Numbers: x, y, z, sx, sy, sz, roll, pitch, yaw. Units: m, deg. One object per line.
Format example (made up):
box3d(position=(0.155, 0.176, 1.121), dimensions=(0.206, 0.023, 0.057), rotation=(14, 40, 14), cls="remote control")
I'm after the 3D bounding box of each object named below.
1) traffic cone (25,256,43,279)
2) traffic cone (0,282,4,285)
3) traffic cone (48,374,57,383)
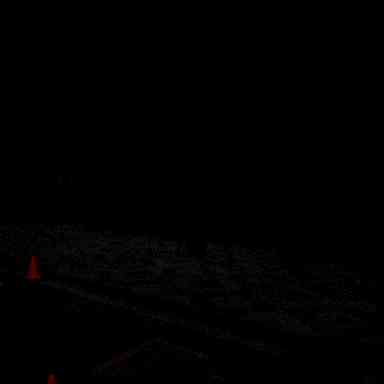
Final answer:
box3d(position=(-4.309, 2.029, 9.058), dimensions=(0.340, 0.580, 0.340), rotation=(0, -1, 37), cls="traffic cone")
box3d(position=(-4.908, 2.015, 8.255), dimensions=(0.340, 0.580, 0.340), rotation=(0, -1, 37), cls="traffic cone")
box3d(position=(-1.290, 1.984, 3.067), dimensions=(0.340, 0.580, 0.340), rotation=(0, -1, 37), cls="traffic cone")
